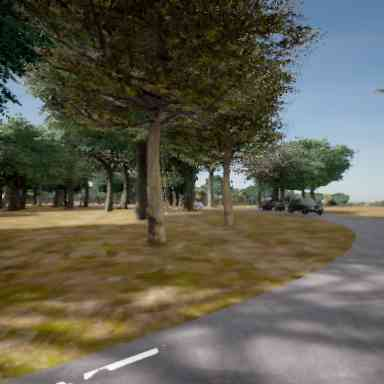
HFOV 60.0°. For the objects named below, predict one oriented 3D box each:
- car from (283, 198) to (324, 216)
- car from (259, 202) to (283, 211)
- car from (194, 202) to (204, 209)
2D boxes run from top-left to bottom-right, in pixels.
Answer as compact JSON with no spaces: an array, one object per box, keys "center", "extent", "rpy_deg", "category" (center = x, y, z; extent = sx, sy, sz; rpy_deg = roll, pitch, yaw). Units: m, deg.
[{"center":[13.578,1.735,40.006],"extent":[2.150,2.045,5.566],"rpy_deg":[2,-1,-10],"category":"car"},{"center":[13.054,2.371,54.448],"extent":[1.837,1.490,4.892],"rpy_deg":[2,-2,-29],"category":"car"},{"center":[0.502,2.720,68.541],"extent":[1.812,1.442,4.674],"rpy_deg":[2,-3,-43],"category":"car"}]
